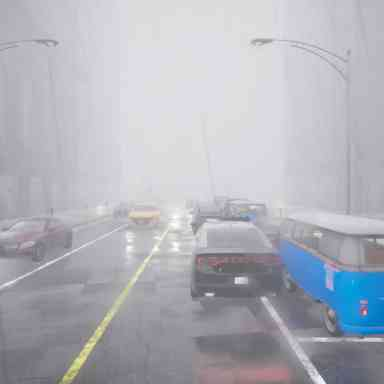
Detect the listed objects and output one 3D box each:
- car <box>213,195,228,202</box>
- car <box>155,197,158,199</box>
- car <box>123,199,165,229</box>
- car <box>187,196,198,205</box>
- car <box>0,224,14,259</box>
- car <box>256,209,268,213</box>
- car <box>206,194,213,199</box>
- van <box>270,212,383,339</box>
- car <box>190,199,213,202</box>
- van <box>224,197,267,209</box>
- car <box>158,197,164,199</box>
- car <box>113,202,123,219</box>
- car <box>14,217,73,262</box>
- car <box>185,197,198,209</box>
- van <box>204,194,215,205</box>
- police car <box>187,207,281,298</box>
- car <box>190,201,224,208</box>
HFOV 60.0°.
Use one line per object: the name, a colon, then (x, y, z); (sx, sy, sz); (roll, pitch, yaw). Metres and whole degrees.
car: (2.898, 1.312, 23.304); (2.192, 1.841, 5.009); (0, 0, 0)
car: (-5.589, 1.569, 40.267); (1.802, 1.307, 4.206); (0, 0, 0)
car: (-2.956, 1.475, 21.951); (1.882, 1.535, 5.008); (0, 0, 0)
car: (0.124, 1.523, 60.005); (1.994, 1.385, 4.181); (0, 0, 0)
car: (-5.662, 1.550, 6.373); (2.008, 1.369, 4.403); (0, 0, 0)
car: (2.875, 1.543, 12.007); (1.887, 1.381, 4.507); (0, 0, 0)
car: (2.922, 1.306, 34.602); (2.192, 1.841, 5.009); (0, 0, 0)
van: (2.862, 1.340, 6.359); (1.690, 1.788, 3.998); (0, 0, 0)
car: (0.950, 1.502, 24.588); (1.837, 1.490, 4.892); (0, 0, 0)
van: (2.886, 1.339, 17.655); (1.690, 1.788, 3.998); (0, 0, 0)
car: (-5.554, 1.530, 57.215); (1.947, 1.339, 4.313); (0, 0, 0)
car: (-5.614, 1.539, 28.969); (1.887, 1.381, 4.507); (0, 0, 0)
car: (-5.650, 1.580, 12.022); (1.802, 1.307, 4.206); (0, 0, 0)
car: (0.106, 1.473, 44.993); (2.128, 1.511, 4.902); (0, 0, 0)
van: (2.971, 1.305, 57.197); (1.690, 1.788, 3.998); (0, 0, 0)
police car: (0.916, 1.424, 8.699); (1.930, 1.638, 5.238); (0, 0, 0)
car: (0.937, 1.503, 18.589); (1.837, 1.490, 4.892); (0, 0, 0)
